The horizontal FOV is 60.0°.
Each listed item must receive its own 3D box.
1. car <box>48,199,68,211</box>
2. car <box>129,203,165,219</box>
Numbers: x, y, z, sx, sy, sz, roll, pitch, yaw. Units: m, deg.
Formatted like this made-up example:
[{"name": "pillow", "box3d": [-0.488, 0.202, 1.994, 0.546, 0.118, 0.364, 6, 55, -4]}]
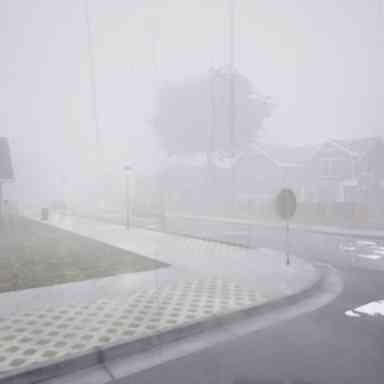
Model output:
[{"name": "car", "box3d": [-18.843, 1.800, 46.792, 1.837, 1.490, 4.892, 0, 0, -35]}, {"name": "car", "box3d": [-4.227, 1.714, 30.803, 1.994, 1.385, 4.181, 0, 0, -35]}]
